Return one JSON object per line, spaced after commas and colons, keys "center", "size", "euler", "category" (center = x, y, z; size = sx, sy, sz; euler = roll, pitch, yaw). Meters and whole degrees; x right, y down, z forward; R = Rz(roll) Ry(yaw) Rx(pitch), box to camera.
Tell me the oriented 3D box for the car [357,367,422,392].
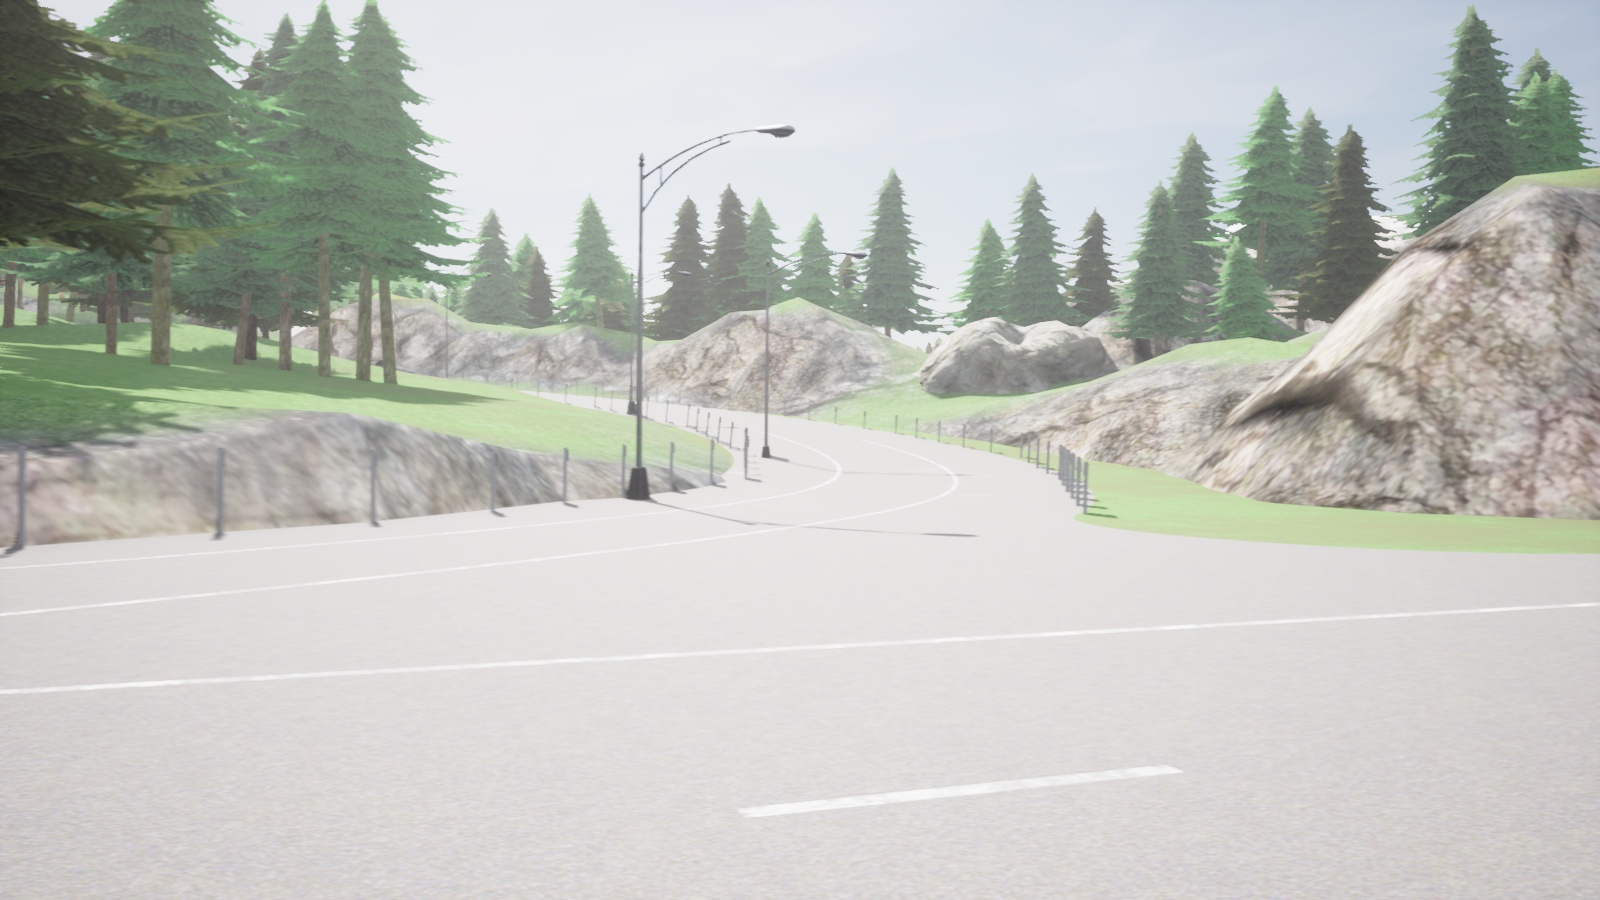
{"center": [-29.099, -4.995, 89.050], "size": [4.193, 1.474, 1.816], "euler": [5, 3, 23], "category": "car"}
